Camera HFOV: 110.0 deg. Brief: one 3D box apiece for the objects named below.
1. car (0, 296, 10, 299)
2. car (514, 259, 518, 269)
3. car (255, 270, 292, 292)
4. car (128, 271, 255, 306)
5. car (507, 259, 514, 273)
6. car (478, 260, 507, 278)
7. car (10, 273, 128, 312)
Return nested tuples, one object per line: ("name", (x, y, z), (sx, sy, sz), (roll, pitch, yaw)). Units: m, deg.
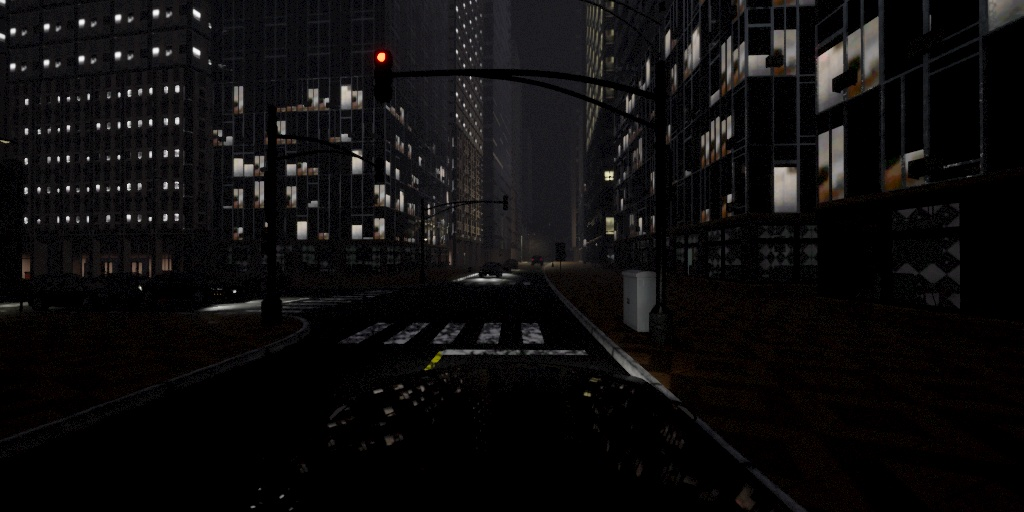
("car", (-28.582, 1.702, 19.610), (5.008, 1.535, 1.882), (0, 0, 9))
("car", (-0.136, 1.181, 54.663), (1.882, 1.535, 5.008), (0, 0, 7))
("car", (-16.819, 1.610, 23.605), (4.403, 1.370, 2.007), (0, 0, 9))
("car", (-15.647, 1.497, 17.572), (4.892, 1.490, 1.837), (-1, 0, 10))
("car", (-1.162, 1.322, 44.264), (1.895, 1.301, 4.718), (0, 0, 5))
("car", (-1.946, 1.281, 34.256), (2.033, 1.411, 5.357), (0, 0, 4))
("car", (-18.130, 1.567, 15.327), (4.403, 1.370, 2.007), (0, 0, 9))
